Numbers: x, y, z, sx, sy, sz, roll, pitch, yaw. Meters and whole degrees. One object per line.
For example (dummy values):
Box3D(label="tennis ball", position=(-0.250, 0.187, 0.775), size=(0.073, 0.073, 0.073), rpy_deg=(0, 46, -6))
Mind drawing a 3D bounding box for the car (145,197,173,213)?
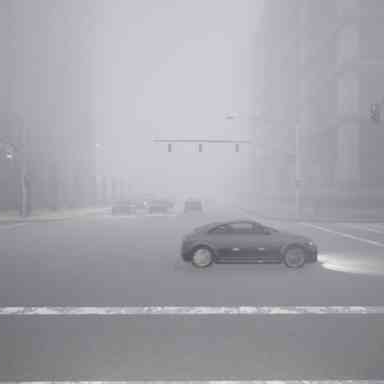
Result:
Box3D(label="car", position=(-3.588, 1.547, 37.057), size=(2.033, 1.411, 5.357), rpy_deg=(0, 0, 0))

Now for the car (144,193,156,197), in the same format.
Box3D(label="car", position=(-7.070, 1.221, 54.657), size=(2.150, 2.045, 5.566), rpy_deg=(0, 0, 0))

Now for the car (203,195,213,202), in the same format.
Box3D(label="car", position=(3.524, 1.507, 73.669), size=(1.812, 1.442, 4.674), rpy_deg=(0, 0, 0))

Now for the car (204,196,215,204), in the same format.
Box3D(label="car", position=(3.521, 1.491, 64.594), size=(2.128, 1.511, 4.902), rpy_deg=(0, 0, 0))

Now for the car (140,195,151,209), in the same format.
Box3D(label="car", position=(-7.083, 1.505, 44.293), size=(1.837, 1.490, 4.892), rpy_deg=(0, 0, 0))

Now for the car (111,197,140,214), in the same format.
Box3D(label="car", position=(-7.089, 1.505, 34.889), size=(1.837, 1.490, 4.892), rpy_deg=(0, 0, 0))

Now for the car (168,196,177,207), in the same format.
Box3D(label="car", position=(-3.584, 1.477, 46.703), size=(1.882, 1.535, 5.008), rpy_deg=(0, 0, 0))

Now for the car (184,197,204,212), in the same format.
Box3D(label="car", position=(0.122, 1.477, 38.758), size=(1.882, 1.535, 5.008), rpy_deg=(0, 0, 0))

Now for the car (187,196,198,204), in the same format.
Box3D(label="car", position=(0.121, 1.564, 62.316), size=(1.994, 1.385, 4.181), rpy_deg=(0, 0, 0))

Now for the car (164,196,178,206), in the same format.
Box3D(label="car", position=(-3.565, 1.491, 57.066), size=(2.128, 1.511, 4.902), rpy_deg=(0, 0, 0))

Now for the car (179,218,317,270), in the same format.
Box3D(label="car", position=(1.682, 1.536, 10.445), size=(4.181, 1.385, 1.994), rpy_deg=(0, 0, -1))
